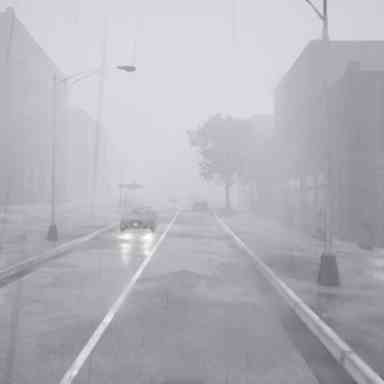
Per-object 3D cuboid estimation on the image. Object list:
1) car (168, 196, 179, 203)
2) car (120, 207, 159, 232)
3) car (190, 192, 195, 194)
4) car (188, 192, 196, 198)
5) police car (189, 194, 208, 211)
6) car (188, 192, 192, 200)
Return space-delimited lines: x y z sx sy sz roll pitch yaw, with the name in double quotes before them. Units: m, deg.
"car" -3.350 1.392 61.429 1.994 1.385 4.181 0 1 0
"car" -3.143 1.629 20.562 1.994 1.385 4.181 0 0 0
"car" 0.974 1.328 56.796 1.801 1.575 5.366 0 1 0
"car" -0.040 0.832 90.947 2.097 1.767 4.553 0 0 0
"police car" 0.959 1.445 40.701 1.930 1.638 5.238 0 0 0
"car" -0.027 1.190 75.513 1.895 1.301 4.718 0 0 0
